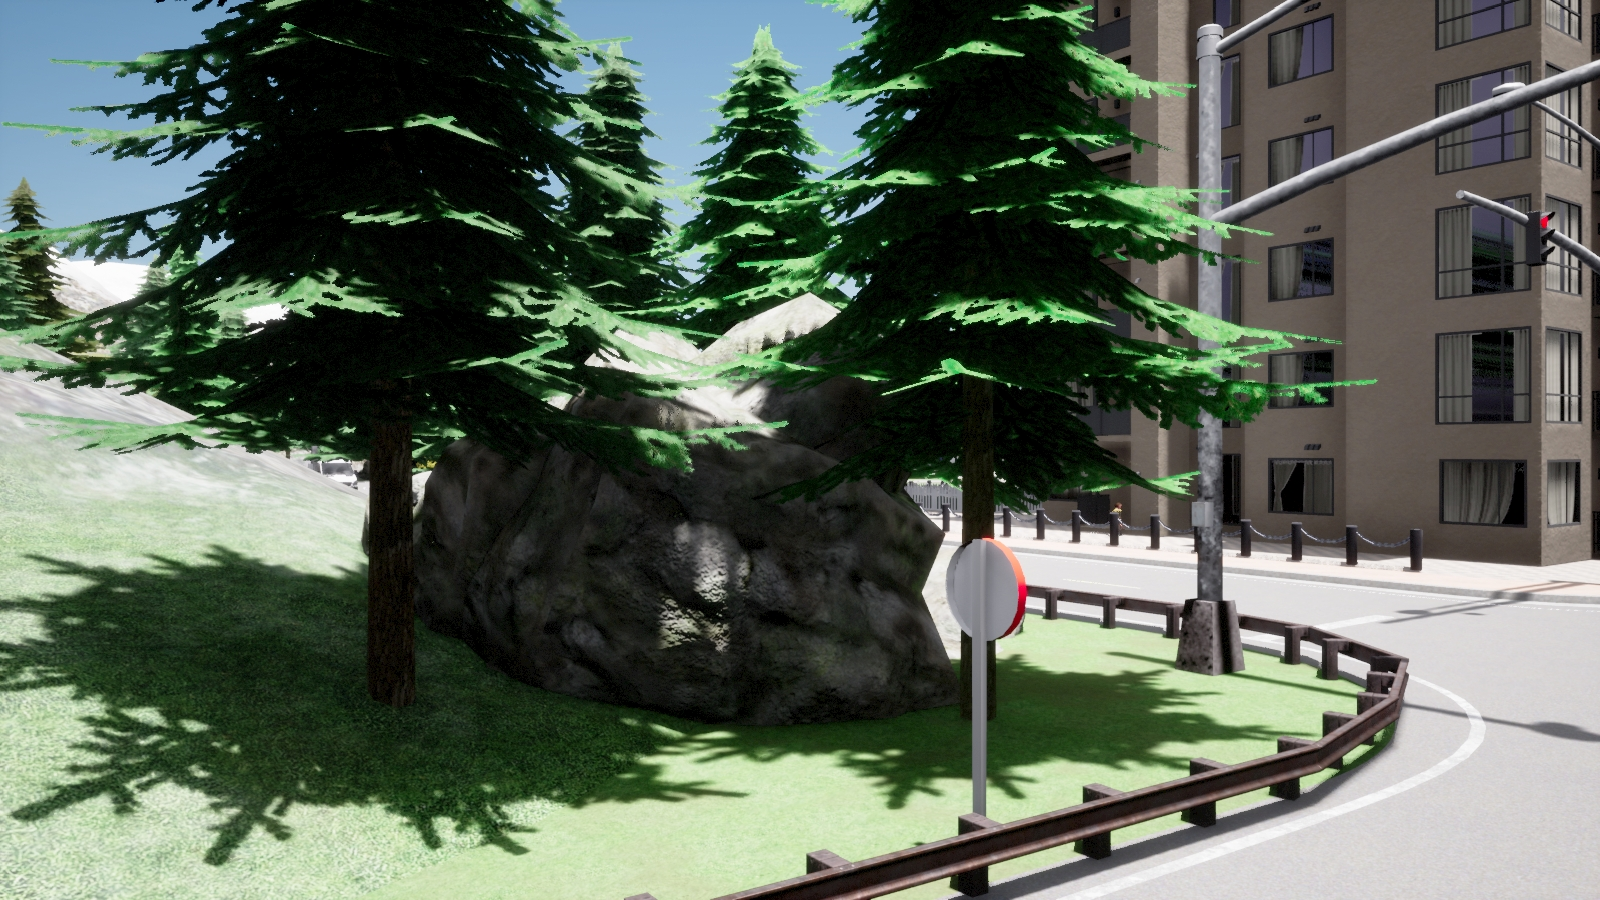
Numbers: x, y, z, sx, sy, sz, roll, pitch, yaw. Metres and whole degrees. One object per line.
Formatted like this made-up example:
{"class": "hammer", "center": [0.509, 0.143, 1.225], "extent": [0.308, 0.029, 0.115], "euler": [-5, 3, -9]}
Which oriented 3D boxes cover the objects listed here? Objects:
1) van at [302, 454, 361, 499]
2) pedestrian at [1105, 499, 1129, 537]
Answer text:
{"class": "van", "center": [-27.801, 1.520, 67.706], "extent": [1.988, 2.561, 5.915], "euler": [0, 0, -35]}
{"class": "pedestrian", "center": [9.555, 2.040, 34.409], "extent": [0.500, 1.100, 0.500], "euler": [0, 0, -33]}
